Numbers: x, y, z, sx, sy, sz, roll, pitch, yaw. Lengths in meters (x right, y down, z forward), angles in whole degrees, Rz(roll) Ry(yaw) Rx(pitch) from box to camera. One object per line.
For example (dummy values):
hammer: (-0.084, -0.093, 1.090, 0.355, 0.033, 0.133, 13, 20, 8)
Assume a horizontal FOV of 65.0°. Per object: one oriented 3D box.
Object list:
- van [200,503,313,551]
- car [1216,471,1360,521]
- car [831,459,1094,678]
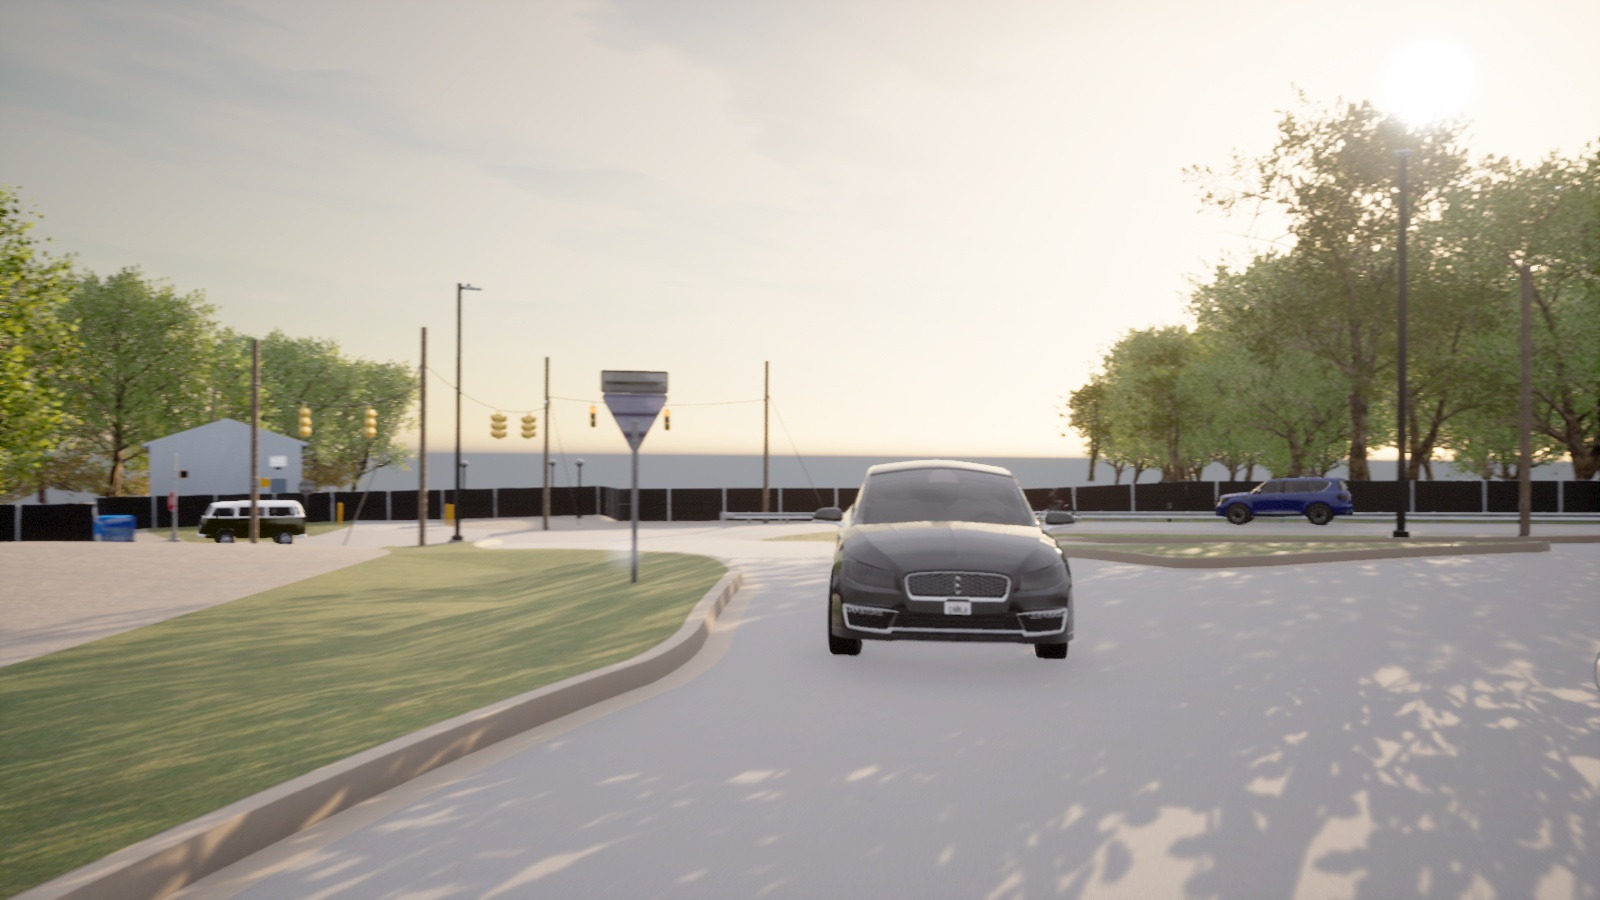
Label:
van: (-24.598, 3.451, 56.879, 4.480, 2.038, 2.069, 1, -1, -30)
car: (21.202, 2.002, 54.615, 5.566, 2.045, 2.150, -2, -1, 28)
car: (1.279, 0.852, 11.295, 1.837, 1.490, 4.892, 0, 0, 3)
